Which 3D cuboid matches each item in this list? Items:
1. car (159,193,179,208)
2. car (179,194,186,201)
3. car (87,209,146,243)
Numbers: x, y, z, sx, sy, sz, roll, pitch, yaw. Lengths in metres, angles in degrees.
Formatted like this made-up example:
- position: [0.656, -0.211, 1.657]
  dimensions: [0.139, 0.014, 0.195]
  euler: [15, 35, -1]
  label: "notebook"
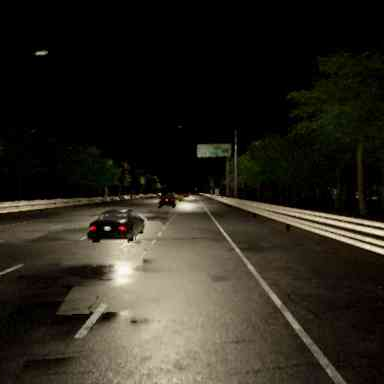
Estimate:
- position: [-3.389, 1.219, 46.867]
  dimensions: [2.150, 2.045, 5.566]
  euler: [0, 0, 0]
  label: "car"
- position: [-3.187, 1.440, 84.015]
  dimensions: [1.882, 1.535, 5.008]
  euler: [0, 0, 0]
  label: "car"
- position: [-3.488, 1.551, 16.206]
  dimensions: [2.033, 1.411, 5.357]
  euler: [0, 0, 0]
  label: "car"
